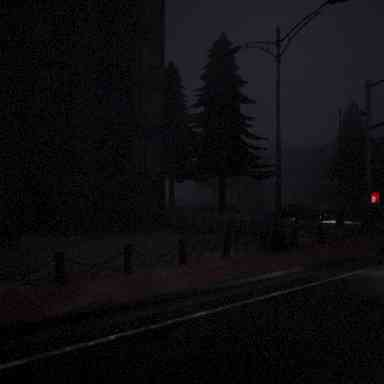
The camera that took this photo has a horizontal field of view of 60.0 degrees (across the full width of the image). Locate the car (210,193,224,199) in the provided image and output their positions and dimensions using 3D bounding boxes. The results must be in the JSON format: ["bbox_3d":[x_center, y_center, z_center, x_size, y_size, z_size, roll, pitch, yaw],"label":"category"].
[{"bbox_3d":[7.168,1.092,94.497,1.905,1.878,3.866,0,0,-37],"label":"car"}]

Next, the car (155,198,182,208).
[{"bbox_3d":[-3.646,1.616,50.434,1.895,1.301,4.718,0,0,-34],"label":"car"}]

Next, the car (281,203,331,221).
[{"bbox_3d":[9.128,1.579,27.279,1.994,1.385,4.181,0,0,-37],"label":"car"}]

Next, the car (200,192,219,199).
[{"bbox_3d":[5.081,1.113,92.433,1.932,1.855,4.605,0,0,-37],"label":"car"}]

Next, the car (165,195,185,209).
[{"bbox_3d":[-3.442,1.493,43.955,1.882,1.535,5.008,0,0,-37],"label":"car"}]

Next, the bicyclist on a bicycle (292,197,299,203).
[{"bbox_3d":[11.427,1.316,36.632,1.656,1.620,0.582,0,0,-37],"label":"bicyclist on a bicycle"}]
